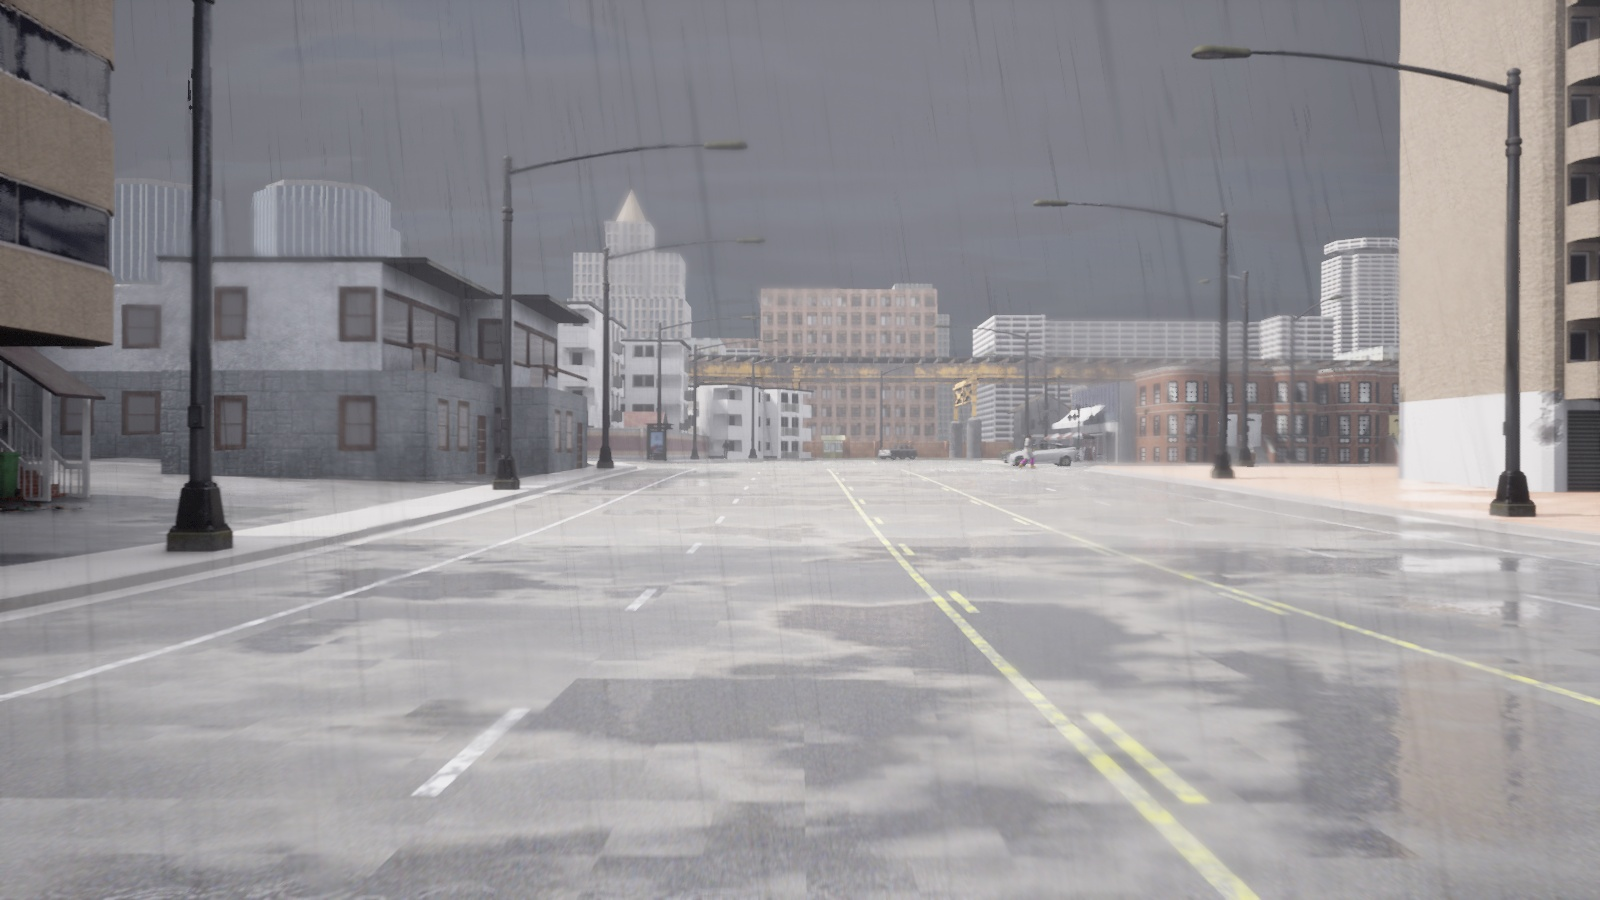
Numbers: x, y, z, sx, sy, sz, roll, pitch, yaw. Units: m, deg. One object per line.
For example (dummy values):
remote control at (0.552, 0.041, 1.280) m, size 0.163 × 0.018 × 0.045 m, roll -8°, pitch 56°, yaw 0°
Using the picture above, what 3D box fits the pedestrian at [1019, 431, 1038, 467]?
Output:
pedestrian at (12.343, -0.041, 67.922) m, size 0.873 × 1.952 × 0.659 m, roll 0°, pitch 0°, yaw -4°

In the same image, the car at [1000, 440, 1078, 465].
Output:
car at (14.986, 0.136, 78.883) m, size 4.514 × 1.525 × 2.007 m, roll 0°, pitch 0°, yaw -3°
